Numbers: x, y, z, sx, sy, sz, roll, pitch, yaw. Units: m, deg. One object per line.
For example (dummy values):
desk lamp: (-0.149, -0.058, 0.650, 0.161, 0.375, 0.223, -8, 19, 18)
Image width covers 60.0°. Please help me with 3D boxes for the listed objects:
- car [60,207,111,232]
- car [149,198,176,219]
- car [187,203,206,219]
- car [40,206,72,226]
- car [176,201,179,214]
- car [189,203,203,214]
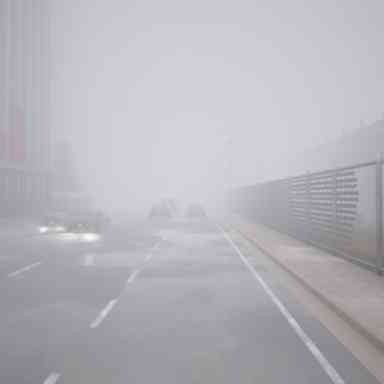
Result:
car: (-6.773, 1.841, 22.110, 1.994, 1.385, 4.181, 0, -1, 1)
car: (-3.063, 1.783, 33.773, 2.097, 1.767, 4.553, 0, -1, 1)
car: (0.452, 2.011, 34.656, 1.994, 1.385, 4.181, 0, -1, 1)
car: (-10.273, 1.883, 27.078, 2.033, 1.411, 5.357, 0, -1, 1)
car: (-2.974, 1.784, 44.002, 2.150, 2.045, 5.566, 0, -1, 1)
car: (0.543, 2.181, 45.017, 1.895, 1.301, 4.718, 0, -1, 1)
